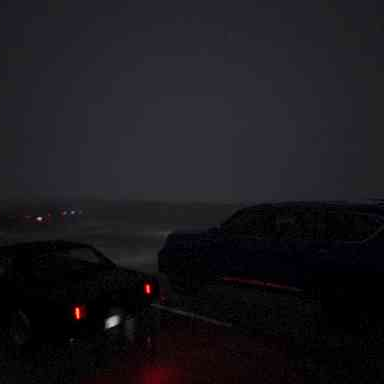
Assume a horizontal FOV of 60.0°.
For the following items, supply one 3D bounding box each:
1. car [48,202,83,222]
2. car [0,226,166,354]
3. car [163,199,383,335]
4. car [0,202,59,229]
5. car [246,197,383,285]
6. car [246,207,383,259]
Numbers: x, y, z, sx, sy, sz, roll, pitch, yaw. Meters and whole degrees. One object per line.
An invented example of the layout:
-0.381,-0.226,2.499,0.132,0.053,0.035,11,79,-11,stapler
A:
-10.176,1.447,24.154,5.357,1.411,2.033,0,0,36,car
-2.951,1.574,6.098,4.718,1.301,1.895,0,0,36,car
1.859,1.211,6.968,5.566,2.045,2.150,0,0,36,car
-10.209,1.475,19.875,4.181,1.385,1.994,0,0,36,car
4.527,1.214,9.362,5.566,2.045,2.150,0,0,36,car
4.900,1.475,13.395,4.902,1.511,2.128,0,0,36,car
